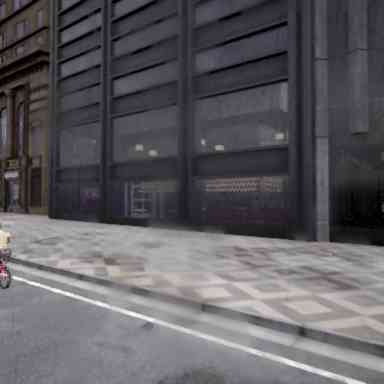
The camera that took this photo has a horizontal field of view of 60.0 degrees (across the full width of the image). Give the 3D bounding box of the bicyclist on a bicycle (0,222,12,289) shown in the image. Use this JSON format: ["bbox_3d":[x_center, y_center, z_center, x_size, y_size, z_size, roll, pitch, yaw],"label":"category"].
[{"bbox_3d":[-4.893,1.535,8.316,1.509,1.612,0.866,0,-1,36],"label":"bicyclist on a bicycle"}]
